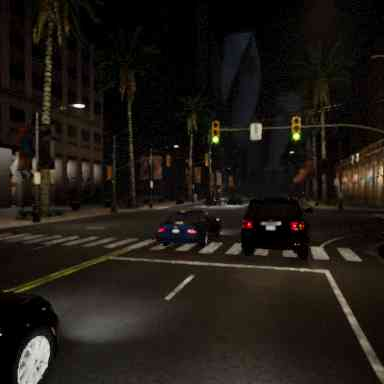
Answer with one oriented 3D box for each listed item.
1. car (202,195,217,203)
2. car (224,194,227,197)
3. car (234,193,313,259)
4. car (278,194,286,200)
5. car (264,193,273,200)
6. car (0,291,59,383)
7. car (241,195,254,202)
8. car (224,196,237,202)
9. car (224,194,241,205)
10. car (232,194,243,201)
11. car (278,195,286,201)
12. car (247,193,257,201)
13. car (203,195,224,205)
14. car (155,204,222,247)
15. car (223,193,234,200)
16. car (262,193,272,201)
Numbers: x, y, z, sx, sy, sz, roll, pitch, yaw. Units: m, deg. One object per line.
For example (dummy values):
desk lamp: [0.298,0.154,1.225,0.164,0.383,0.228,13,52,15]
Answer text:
car: [3.563,1.380,66.200,2.161,1.482,4.786,0,0,15]
car: [5.645,1.405,61.829,1.812,1.442,4.674,0,0,16]
car: [3.403,1.201,12.907,2.150,2.045,5.566,0,0,20]
car: [24.605,1.386,91.164,2.033,1.411,5.357,0,0,15]
car: [21.230,1.195,92.090,2.097,1.767,4.553,0,0,15]
car: [-2.828,1.495,2.342,1.837,1.490,4.892,0,0,8]
car: [12.002,1.409,71.570,2.033,1.411,5.357,0,0,16]
car: [8.320,1.459,71.397,1.895,1.301,4.718,0,0,16]
car: [6.981,1.462,53.779,1.994,1.385,4.181,0,0,16]
car: [11.138,1.367,81.455,2.128,1.511,4.902,0,0,16]
car: [21.982,1.458,81.327,1.895,1.301,4.718,0,0,15]
car: [14.734,1.202,81.325,2.097,1.767,4.553,0,0,16]
car: [3.235,1.246,53.395,2.097,1.767,4.553,0,0,16]
car: [0.042,1.516,14.973,2.033,1.411,5.357,0,0,15]
car: [9.506,1.186,87.311,2.185,1.767,4.553,0,0,15]
car: [18.637,1.211,82.358,2.097,1.767,4.553,0,0,15]
